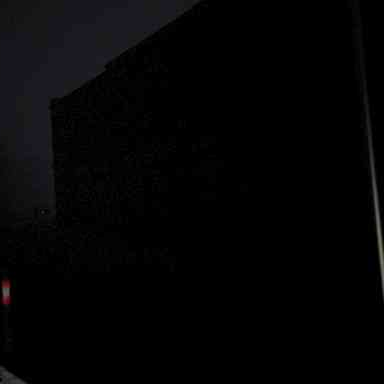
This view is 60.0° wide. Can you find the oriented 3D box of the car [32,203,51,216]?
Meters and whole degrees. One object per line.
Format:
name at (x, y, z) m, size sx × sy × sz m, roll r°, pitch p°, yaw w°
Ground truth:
car at (-18.628, 2.125, 41.251) m, size 1.837 × 1.490 × 4.892 m, roll -1°, pitch -1°, yaw -26°
